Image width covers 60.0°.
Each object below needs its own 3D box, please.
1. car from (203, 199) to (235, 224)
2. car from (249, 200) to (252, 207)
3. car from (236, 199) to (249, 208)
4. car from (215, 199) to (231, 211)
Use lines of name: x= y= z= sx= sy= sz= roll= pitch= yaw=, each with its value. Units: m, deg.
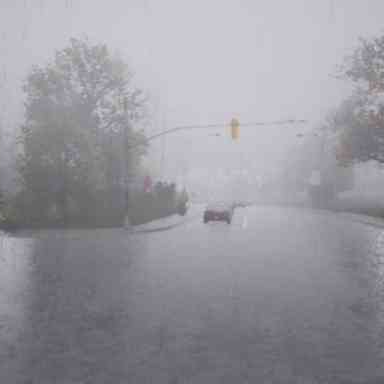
car: x=2.030 y=1.459 z=25.014 sx=1.882 sy=1.535 sz=5.008 roll=-1 pitch=0 yaw=9
car: x=10.061 y=2.050 z=64.658 sx=2.128 sy=1.511 sz=4.902 roll=-1 pitch=-1 yaw=-10
car: x=7.602 y=2.026 z=55.715 sx=1.895 sy=1.301 sz=4.718 roll=-1 pitch=-1 yaw=-7
car: x=4.152 y=1.762 z=45.113 sx=1.837 sy=1.490 sz=4.892 roll=-1 pitch=-1 yaw=2
